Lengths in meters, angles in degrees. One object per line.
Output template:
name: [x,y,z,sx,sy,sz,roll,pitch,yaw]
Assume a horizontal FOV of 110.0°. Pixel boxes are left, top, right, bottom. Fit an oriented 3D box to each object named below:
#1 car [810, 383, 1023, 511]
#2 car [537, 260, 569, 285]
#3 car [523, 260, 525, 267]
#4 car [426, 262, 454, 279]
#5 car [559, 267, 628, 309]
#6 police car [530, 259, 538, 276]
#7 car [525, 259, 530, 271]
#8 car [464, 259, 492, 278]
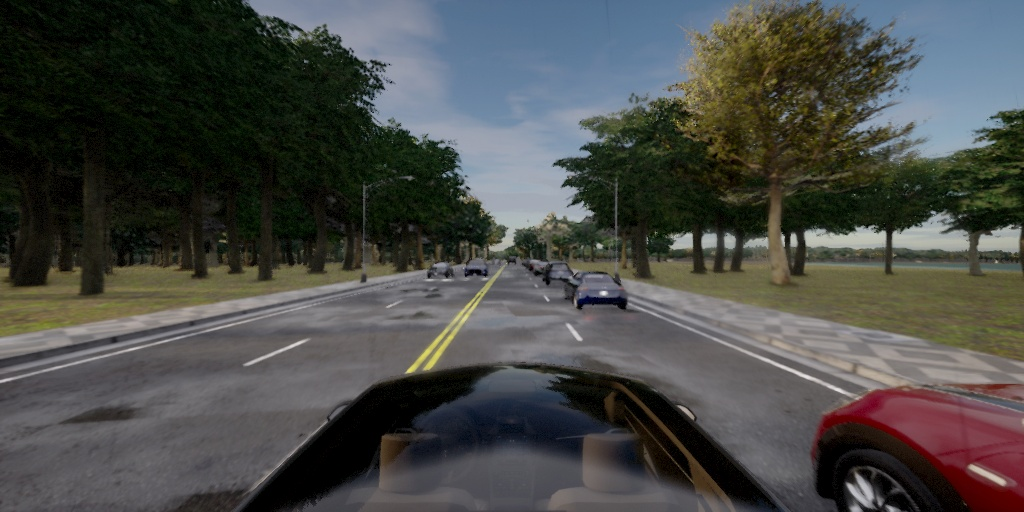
car: [3.350,1.103,0.844,2.097,1.767,4.553,0,0,-1]
car: [3.249,1.186,26.286,2.033,1.649,4.856,0,0,0]
car: [3.248,1.319,59.288,1.837,1.490,4.892,0,0,0]
car: [-6.592,1.288,33.399,1.812,1.442,4.674,0,0,0]
car: [3.343,1.314,15.006,1.994,1.385,4.181,0,0,0]
police car: [3.249,1.273,37.287,2.038,1.542,4.974,0,0,0]
car: [3.249,1.292,48.317,2.163,1.488,4.792,0,0,0]
car: [-3.340,1.116,34.548,2.097,1.767,4.553,0,0,0]
